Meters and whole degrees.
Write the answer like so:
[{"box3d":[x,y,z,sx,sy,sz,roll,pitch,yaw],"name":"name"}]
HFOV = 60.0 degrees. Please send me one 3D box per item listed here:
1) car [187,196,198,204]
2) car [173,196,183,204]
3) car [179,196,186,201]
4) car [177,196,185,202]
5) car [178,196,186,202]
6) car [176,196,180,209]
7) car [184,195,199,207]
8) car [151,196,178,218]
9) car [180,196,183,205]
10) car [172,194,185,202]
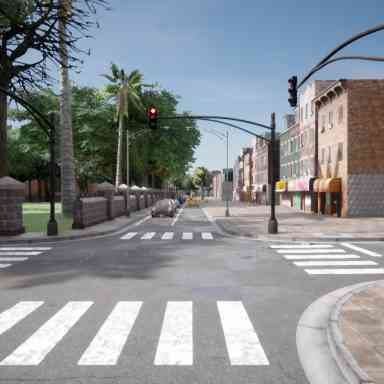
[{"box3d":[0.132,1.690,68.891,2.128,1.511,4.902,0,0,0],"name":"car"},{"box3d":[-2.981,1.715,71.258,1.837,1.490,4.892,0,0,0],"name":"car"},{"box3d":[-2.593,1.915,93.227,1.947,1.339,4.313,-1,0,0],"name":"car"},{"box3d":[-2.599,1.818,81.849,1.887,1.381,4.507,0,0,0],"name":"car"},{"box3d":[-2.596,1.861,87.538,2.008,1.369,4.403,-1,0,0],"name":"car"},{"box3d":[-2.621,1.498,36.340,1.967,1.590,4.097,0,0,0],"name":"car"},{"box3d":[0.130,1.603,54.312,1.882,1.535,5.008,0,0,0],"name":"car"},{"box3d":[-2.625,1.481,30.652,1.967,1.590,4.097,0,0,0],"name":"car"},{"box3d":[-2.616,1.680,47.718,1.802,1.307,4.206,0,0,0],"name":"car"},{"box3d":[-2.946,1.402,64.289,2.150,2.045,5.566,0,0,0],"name":"car"}]
